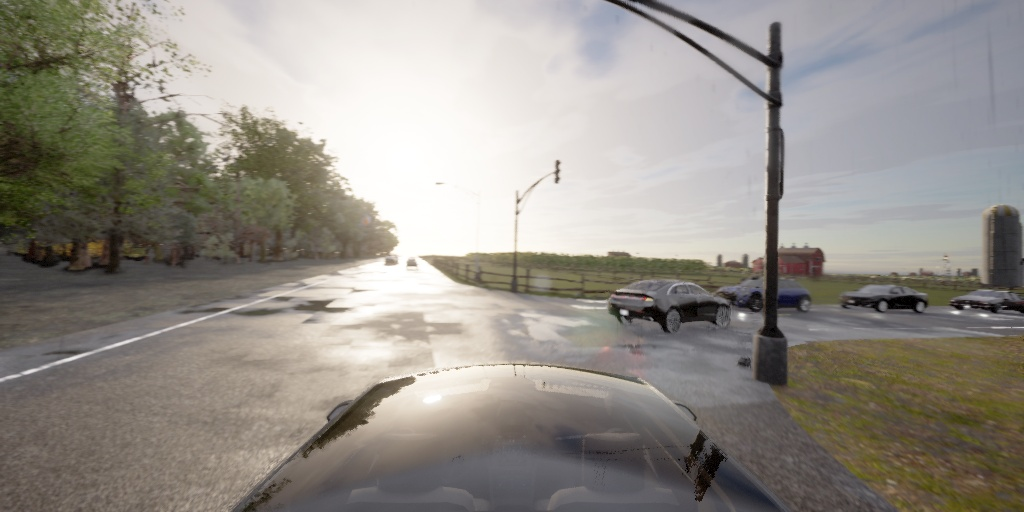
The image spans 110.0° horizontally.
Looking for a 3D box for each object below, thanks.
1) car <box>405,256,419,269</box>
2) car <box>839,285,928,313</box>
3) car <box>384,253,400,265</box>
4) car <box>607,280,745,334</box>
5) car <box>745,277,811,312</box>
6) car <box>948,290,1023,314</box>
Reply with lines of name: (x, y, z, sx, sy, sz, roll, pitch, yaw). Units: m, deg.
car: (-14.125, 1.000, 50.653, 2.033, 1.411, 5.357, 2, 0, -15)
car: (21.580, 2.418, 20.889, 5.008, 1.535, 1.882, 3, -1, -15)
car: (-20.837, 0.736, 61.568, 1.882, 1.535, 5.008, 2, 0, -15)
car: (5.273, 1.536, 11.772, 4.902, 1.511, 2.128, 3, -3, -34)
car: (12.920, 1.878, 18.602, 4.553, 1.767, 2.097, 3, -1, -14)
car: (31.649, 2.971, 23.597, 5.357, 1.411, 2.033, 3, -1, -15)
